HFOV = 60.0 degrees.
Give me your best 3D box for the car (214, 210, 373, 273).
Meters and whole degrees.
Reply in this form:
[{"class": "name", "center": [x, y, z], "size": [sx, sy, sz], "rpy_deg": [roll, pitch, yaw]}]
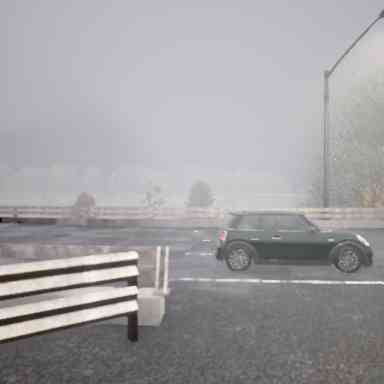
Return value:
[{"class": "car", "center": [2.970, 1.360, 10.250], "size": [4.553, 1.767, 2.097], "rpy_deg": [0, 0, 3]}]
